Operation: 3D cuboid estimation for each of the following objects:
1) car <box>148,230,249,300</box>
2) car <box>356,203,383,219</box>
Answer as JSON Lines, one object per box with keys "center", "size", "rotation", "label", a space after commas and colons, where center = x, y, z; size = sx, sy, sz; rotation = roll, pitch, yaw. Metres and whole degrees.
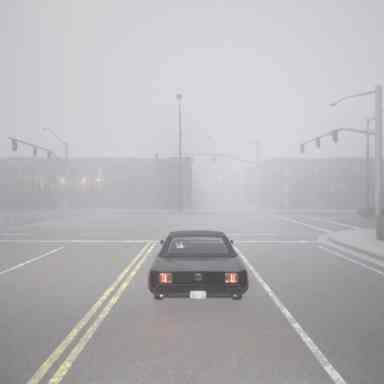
{"center": [0.121, 1.601, 8.334], "size": [1.895, 1.301, 4.718], "rotation": [0, 0, 0], "label": "car"}
{"center": [16.893, 1.601, 28.749], "size": [4.718, 1.301, 1.895], "rotation": [0, 0, 0], "label": "car"}
